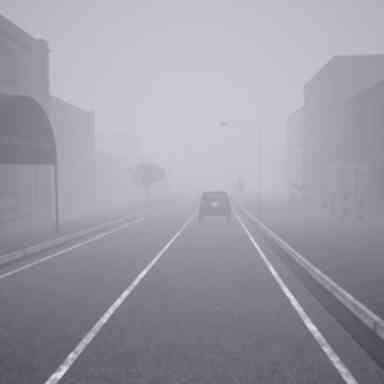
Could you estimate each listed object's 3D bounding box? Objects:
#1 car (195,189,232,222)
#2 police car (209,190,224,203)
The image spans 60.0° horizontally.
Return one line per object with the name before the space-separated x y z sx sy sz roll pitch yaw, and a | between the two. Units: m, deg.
car | 1.689 0.926 23.831 2.150 2.045 5.566 0 1 5
police car | 3.543 0.578 47.424 1.930 1.638 5.238 0 2 5
